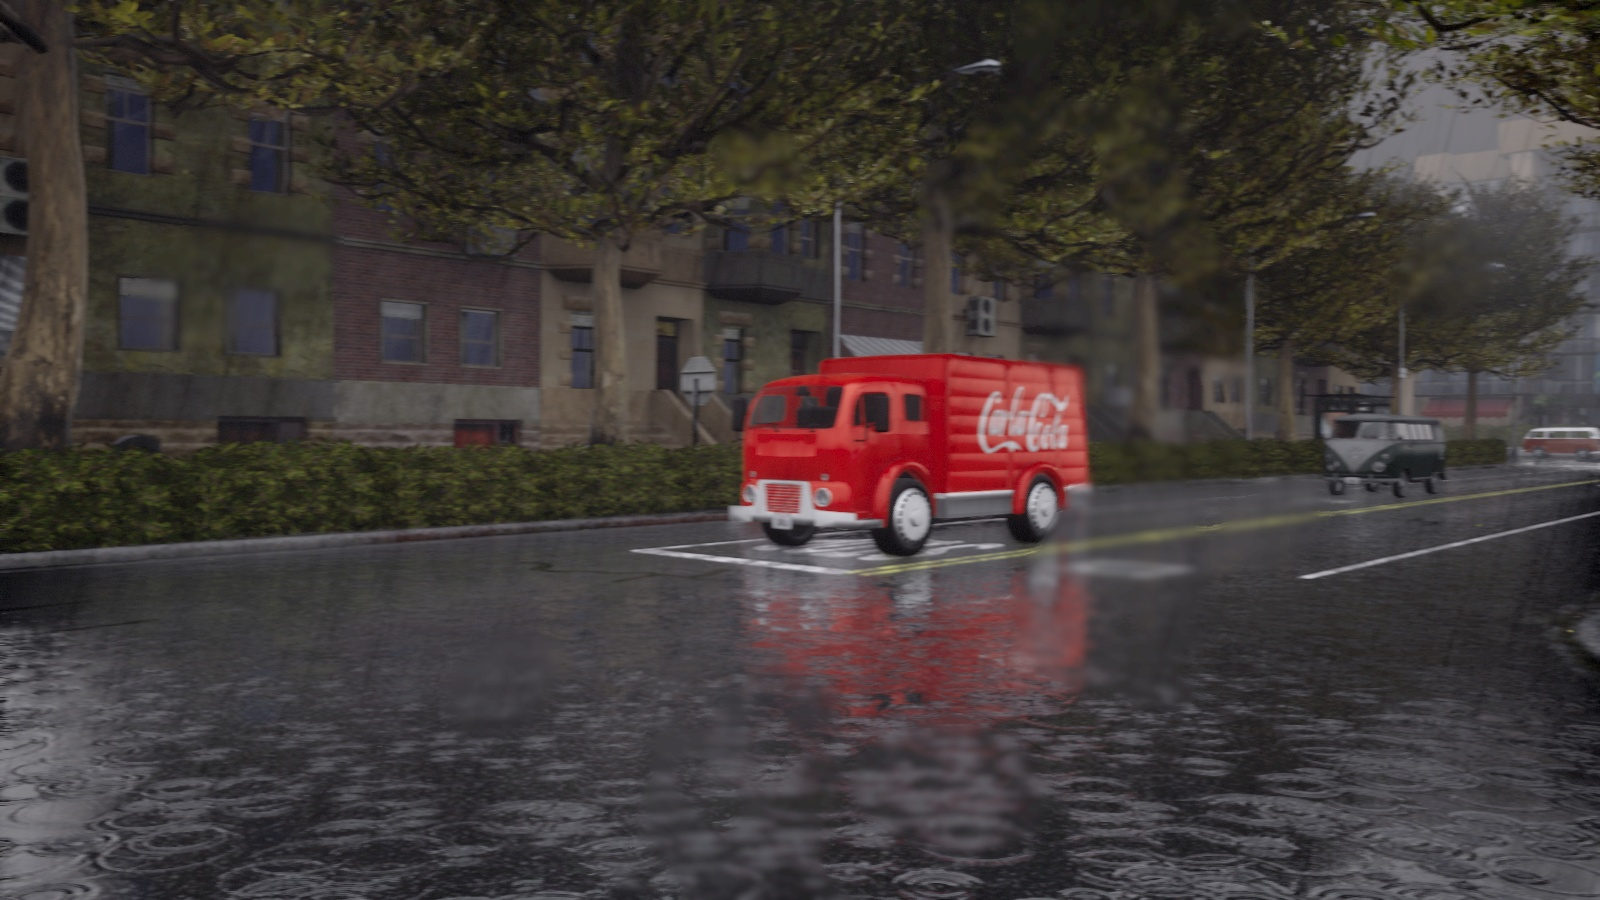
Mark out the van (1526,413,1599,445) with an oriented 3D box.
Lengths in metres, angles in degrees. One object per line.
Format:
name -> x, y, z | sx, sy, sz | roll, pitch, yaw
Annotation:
van -> 49.293, -1.337, 80.406 | 4.480, 2.038, 2.069 | 0, 1, 42

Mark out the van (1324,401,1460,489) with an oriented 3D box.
van -> 14.553, -0.151, 30.744 | 1.775, 1.987, 4.442 | 0, 1, 42

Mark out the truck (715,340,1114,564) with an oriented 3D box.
truck -> 1.679, -0.023, 16.629 | 2.627, 2.467, 5.204 | 0, 1, 42

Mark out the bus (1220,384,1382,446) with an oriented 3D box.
bus -> 36.561, -2.458, 91.895 | 10.273, 4.253, 3.944 | 0, 1, 42
